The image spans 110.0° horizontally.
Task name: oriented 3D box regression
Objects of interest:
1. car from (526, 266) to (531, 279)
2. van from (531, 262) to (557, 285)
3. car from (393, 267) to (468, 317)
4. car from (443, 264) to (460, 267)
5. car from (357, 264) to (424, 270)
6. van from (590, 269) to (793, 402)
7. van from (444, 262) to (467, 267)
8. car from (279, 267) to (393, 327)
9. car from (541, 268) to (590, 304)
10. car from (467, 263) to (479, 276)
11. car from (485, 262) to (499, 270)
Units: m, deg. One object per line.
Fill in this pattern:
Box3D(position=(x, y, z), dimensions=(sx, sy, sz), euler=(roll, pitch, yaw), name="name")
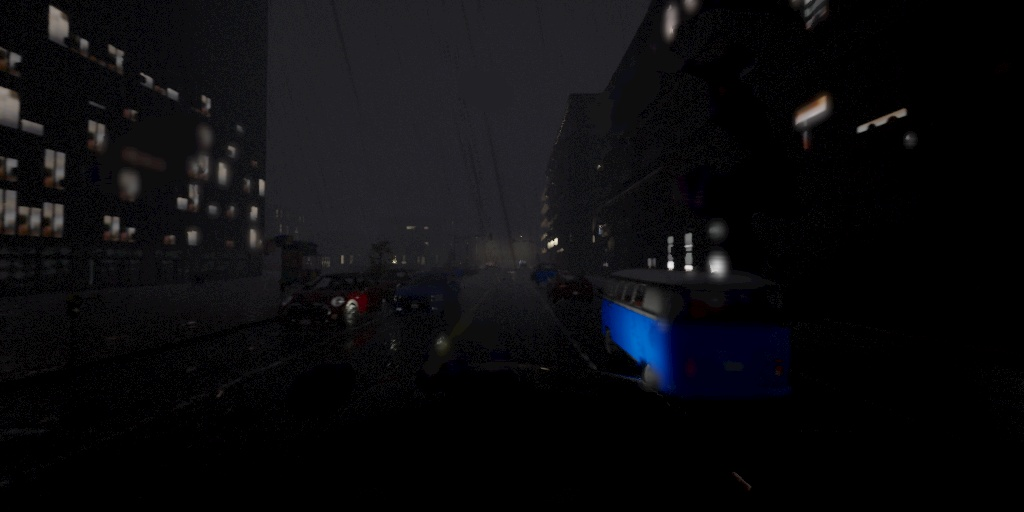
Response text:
Box3D(position=(2.683, 1.665, 34.434), dimensions=(1.948, 1.339, 4.313), euler=(0, 0, 0), name="car")
Box3D(position=(2.685, 1.382, 28.788), dimensions=(1.690, 1.789, 3.998), euler=(0, 0, 0), name="van")
Box3D(position=(-3.104, 1.364, 14.084), dimensions=(1.882, 1.535, 5.008), euler=(0, 0, 0), name="car")
Box3D(position=(-5.663, 1.587, 28.752), dimensions=(1.888, 1.381, 4.507), euler=(0, 0, 0), name="car")
Box3D(position=(-5.660, 1.362, 17.462), dimensions=(1.967, 1.591, 4.097), euler=(0, 0, 0), name="car")
Box3D(position=(2.691, 1.140, 6.203), dimensions=(1.690, 1.789, 3.998), euler=(0, 0, 0), name="van")
Box3D(position=(-5.665, 1.440, 34.398), dimensions=(1.690, 1.789, 3.998), euler=(0, 0, 0), name="van")
Box3D(position=(-5.665, 1.302, 11.816), dimensions=(1.967, 1.591, 4.097), euler=(0, 0, 0), name="car")
Box3D(position=(2.688, 1.467, 17.497), dimensions=(1.888, 1.381, 4.507), euler=(0, 0, 0), name="car")
Box3D(position=(-5.668, 1.653, 45.690), dimensions=(1.967, 1.591, 4.097), euler=(0, 0, 0), name="car")
Box3D(position=(-3.015, 1.515, 54.829), dimensions=(1.895, 1.301, 4.718), euler=(0, -1, 0), name="car")
